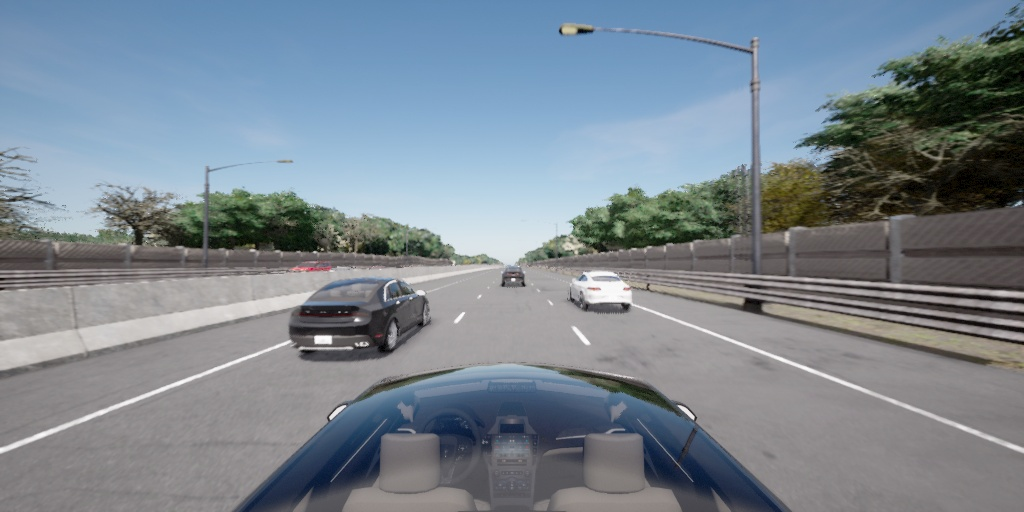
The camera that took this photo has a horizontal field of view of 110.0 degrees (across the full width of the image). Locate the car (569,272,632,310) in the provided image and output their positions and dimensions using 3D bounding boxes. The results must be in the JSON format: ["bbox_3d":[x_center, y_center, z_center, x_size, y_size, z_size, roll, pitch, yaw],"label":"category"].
[{"bbox_3d":[3.601,1.375,15.102,1.812,1.442,4.674,0,-1,0],"label":"car"}]

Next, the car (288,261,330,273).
[{"bbox_3d":[-20.999,1.562,37.696,2.150,2.045,5.566,0,-1,0],"label":"car"}]

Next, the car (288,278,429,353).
[{"bbox_3d":[-3.399,1.276,8.881,1.837,1.490,4.892,0,0,0],"label":"car"}]

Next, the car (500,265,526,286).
[{"bbox_3d":[0.106,1.672,30.091,1.837,1.490,4.892,0,-2,0],"label":"car"}]

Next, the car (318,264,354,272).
[{"bbox_3d":[-17.508,1.851,36.870,1.812,1.442,4.674,0,-1,0],"label":"car"}]

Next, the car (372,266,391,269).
[{"bbox_3d":[-13.996,1.852,38.146,1.882,1.535,5.008,0,-1,0],"label":"car"}]
